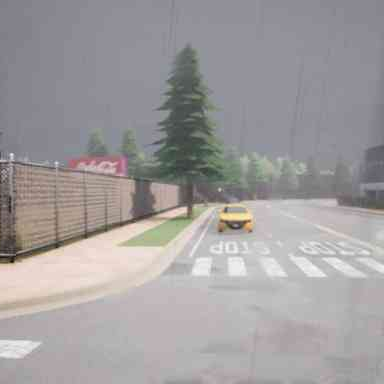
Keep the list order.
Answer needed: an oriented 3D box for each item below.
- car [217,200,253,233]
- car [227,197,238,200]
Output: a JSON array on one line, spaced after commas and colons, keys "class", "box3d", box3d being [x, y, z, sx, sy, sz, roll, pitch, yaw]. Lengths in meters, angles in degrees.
[{"class": "car", "box3d": [2.521, 1.467, 19.673, 1.882, 1.535, 5.008, -1, 0, 6]}, {"class": "car", "box3d": [5.795, 1.472, 47.565, 2.128, 1.511, 4.902, -1, 0, 10]}]
